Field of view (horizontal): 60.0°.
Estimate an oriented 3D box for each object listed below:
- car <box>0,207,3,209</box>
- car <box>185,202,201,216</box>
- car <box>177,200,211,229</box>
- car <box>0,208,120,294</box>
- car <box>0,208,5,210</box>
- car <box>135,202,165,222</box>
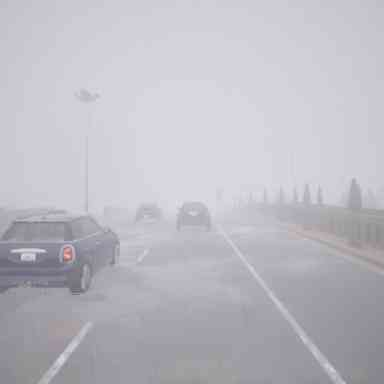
[{"bbox_3d":[-14.042,1.614,22.664,1.994,1.385,4.181,0,0,1],"label":"car"},{"bbox_3d":[0.093,2.092,40.220,1.882,1.535,5.008,0,-4,0],"label":"car"},{"bbox_3d":[0.096,1.401,22.098,2.097,1.767,4.553,0,0,0],"label":"car"},{"bbox_3d":[-3.401,1.372,9.029,2.097,1.767,4.553,0,0,0],"label":"car"},{"bbox_3d":[-6.903,1.540,16.099,1.837,1.490,4.892,0,0,0],"label":"car"},{"bbox_3d":[-3.403,1.582,27.088,1.837,1.490,4.892,0,-1,0],"label":"car"}]
